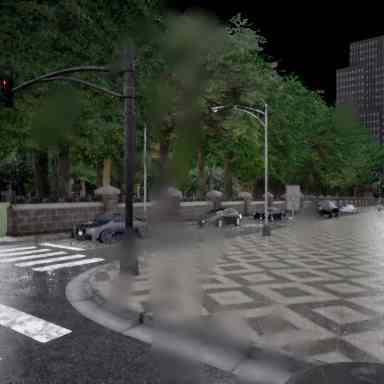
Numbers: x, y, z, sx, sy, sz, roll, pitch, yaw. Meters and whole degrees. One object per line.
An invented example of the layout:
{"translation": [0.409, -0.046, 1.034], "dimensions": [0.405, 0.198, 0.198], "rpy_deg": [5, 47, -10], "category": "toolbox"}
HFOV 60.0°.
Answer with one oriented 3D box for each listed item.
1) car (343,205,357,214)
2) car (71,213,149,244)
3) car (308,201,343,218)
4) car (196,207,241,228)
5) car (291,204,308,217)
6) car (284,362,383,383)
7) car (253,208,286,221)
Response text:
{"translation": [25.247, 2.769, 53.500], "dimensions": [1.812, 1.442, 4.674], "rpy_deg": [0, -1, 35], "category": "car"}
{"translation": [-4.185, 1.838, 17.540], "dimensions": [1.994, 1.385, 4.181], "rpy_deg": [0, -1, 35], "category": "car"}
{"translation": [16.740, 2.146, 41.505], "dimensions": [2.150, 2.045, 5.566], "rpy_deg": [0, -2, 35], "category": "car"}
{"translation": [2.245, 2.005, 26.604], "dimensions": [1.837, 1.490, 4.892], "rpy_deg": [0, -1, 35], "category": "car"}
{"translation": [14.595, 2.426, 43.916], "dimensions": [1.882, 1.535, 5.008], "rpy_deg": [0, -1, 36], "category": "car"}
{"translation": [2.349, 1.551, 1.281], "dimensions": [4.403, 1.369, 2.008], "rpy_deg": [0, 0, 36], "category": "car"}
{"translation": [8.135, 2.314, 34.896], "dimensions": [1.895, 1.301, 4.718], "rpy_deg": [0, -1, 36], "category": "car"}
